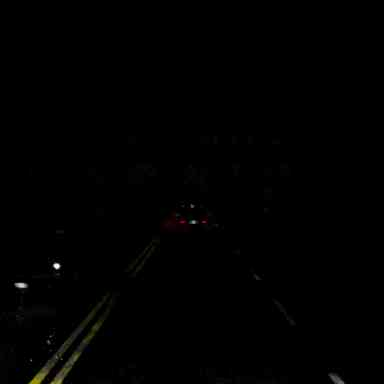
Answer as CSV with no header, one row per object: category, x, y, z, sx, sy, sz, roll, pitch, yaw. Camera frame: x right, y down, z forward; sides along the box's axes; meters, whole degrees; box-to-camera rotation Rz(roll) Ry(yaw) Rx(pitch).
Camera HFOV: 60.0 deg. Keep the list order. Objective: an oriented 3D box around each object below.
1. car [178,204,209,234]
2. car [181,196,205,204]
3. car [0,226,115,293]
car,0.090,1.682,20.340,2.033,1.411,5.357,0,0,0
car,0.087,1.439,33.076,2.150,2.045,5.566,0,0,1
car,-3.575,1.662,9.183,1.895,1.301,4.718,0,0,0
